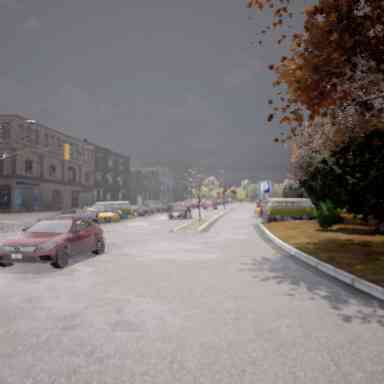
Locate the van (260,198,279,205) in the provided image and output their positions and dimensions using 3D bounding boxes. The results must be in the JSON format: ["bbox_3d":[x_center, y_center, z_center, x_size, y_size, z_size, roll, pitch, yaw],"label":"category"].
[{"bbox_3d":[21.167,2.636,90.967,4.442,1.987,1.878,0,-1,-6],"label":"van"}]

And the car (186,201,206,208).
[{"bbox_3d":[0.930,3.184,84.461,4.792,1.488,2.163,-2,-1,-6],"label":"car"}]

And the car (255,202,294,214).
[{"bbox_3d":[11.011,2.114,44.647,4.674,1.452,2.002,0,-1,-10],"label":"car"}]

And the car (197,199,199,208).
[{"bbox_3d":[-1.168,3.005,75.683,5.008,1.535,2.097,-2,-2,-7],"label":"car"}]

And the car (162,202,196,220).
[{"bbox_3d":[-1.237,2.123,35.107,2.128,1.511,4.902,-1,-1,9],"label":"car"}]

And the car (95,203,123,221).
[{"bbox_3d":[-9.522,2.185,31.241,5.366,1.575,1.946,-2,-2,-12],"label":"car"}]

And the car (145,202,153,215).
[{"bbox_3d":[-7.807,2.459,43.129,4.674,1.452,2.002,-2,-1,-11],"label":"car"}]

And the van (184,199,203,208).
[{"bbox_3d":[0.353,2.875,81.564,4.442,1.987,1.878,-2,-2,-7],"label":"van"}]

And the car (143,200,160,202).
[{"bbox_3d":[-5.619,2.386,55.035,5.566,2.045,2.435,-2,-2,-9],"label":"car"}]

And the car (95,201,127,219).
[{"bbox_3d":[-9.294,2.126,34.188,4.553,1.767,2.185,-2,-2,-12],"label":"car"}]

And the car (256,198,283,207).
[{"bbox_3d":[18.479,2.418,79.431,5.566,2.045,2.435,0,-1,-6],"label":"car"}]

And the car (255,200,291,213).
[{"bbox_3d":[11.511,2.000,47.559,4.553,1.767,2.185,0,-1,-9],"label":"car"}]

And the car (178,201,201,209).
[{"bbox_3d":[-0.645,3.058,78.585,5.366,1.575,1.946,-2,-1,-7],"label":"car"}]

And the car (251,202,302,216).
[{"bbox_3d":[9.829,1.967,38.772,5.366,1.575,1.946,0,-1,-10],"label":"car"}]

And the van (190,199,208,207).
[{"bbox_3d":[1.781,2.974,87.416,4.442,1.987,1.878,-2,-2,-6],"label":"van"}]

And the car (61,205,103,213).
[{"bbox_3d":[-10.305,2.177,28.282,4.792,1.488,2.163,-2,-1,-12],"label":"car"}]

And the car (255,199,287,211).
[{"bbox_3d":[12.683,2.103,53.379,4.553,1.767,2.185,0,-1,-9],"label":"car"}]

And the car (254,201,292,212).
[{"bbox_3d":[12.272,2.173,50.502,5.366,1.575,1.946,0,-1,-9],"label":"car"}]

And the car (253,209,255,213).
[{"bbox_3d":[9.715,1.912,35.923,5.366,1.575,1.946,0,-1,-11],"label":"car"}]

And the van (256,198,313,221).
[{"bbox_3d":[8.515,1.583,30.015,4.442,1.987,1.878,0,-1,-11],"label":"van"}]

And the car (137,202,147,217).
[{"bbox_3d":[-8.319,2.365,40.156,4.892,1.521,2.231,-2,-2,-11],"label":"car"}]

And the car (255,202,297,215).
[{"bbox_3d":[10.502,2.062,41.730,4.674,1.452,2.002,0,-1,-10],"label":"car"}]

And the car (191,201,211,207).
[{"bbox_3d":[2.389,3.252,90.315,5.008,1.535,2.097,-2,-2,-6],"label":"car"}]

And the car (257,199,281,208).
[{"bbox_3d":[16.359,2.400,70.753,4.553,1.767,2.185,0,-1,-7],"label":"car"}]

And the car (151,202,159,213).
[{"bbox_3d":[-7.296,2.515,46.110,4.674,1.452,2.002,-2,-2,-10],"label":"car"}]

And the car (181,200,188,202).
[{"bbox_3d":[-3.814,2.798,63.893,5.008,1.535,2.097,-2,-1,-8],"label":"car"}]

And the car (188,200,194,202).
[{"bbox_3d":[-2.498,2.776,69.796,4.553,1.767,2.185,-2,-1,-8],"label":"car"}]

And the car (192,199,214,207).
[{"bbox_3d":[3.074,3.051,93.231,5.566,2.045,2.435,-2,-1,-6],"label":"car"}]

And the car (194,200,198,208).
[{"bbox_3d":[-1.833,2.954,72.739,4.892,1.521,2.231,-2,-1,-7],"label":"car"}]

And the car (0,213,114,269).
[{"bbox_3d":[-4.420,1.562,11.172,1.812,1.442,4.674,0,-3,6],"label":"car"}]

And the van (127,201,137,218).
[{"bbox_3d":[-8.689,2.078,37.204,4.442,1.987,1.878,-2,-2,-11],"label":"van"}]

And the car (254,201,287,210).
[{"bbox_3d":[13.226,2.278,56.282,5.008,1.535,2.097,0,-1,-8],"label":"car"}]

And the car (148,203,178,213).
[{"bbox_3d":[-5.054,2.692,57.985,5.008,1.535,2.097,-2,-2,-9],"label":"car"}]

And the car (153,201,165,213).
[{"bbox_3d":[-6.203,2.624,52.047,4.674,1.452,2.002,-2,-1,-10],"label":"car"}]

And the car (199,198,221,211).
[{"bbox_3d":[3.300,2.167,60.135,2.150,2.045,5.566,-2,-1,12],"label":"car"}]
